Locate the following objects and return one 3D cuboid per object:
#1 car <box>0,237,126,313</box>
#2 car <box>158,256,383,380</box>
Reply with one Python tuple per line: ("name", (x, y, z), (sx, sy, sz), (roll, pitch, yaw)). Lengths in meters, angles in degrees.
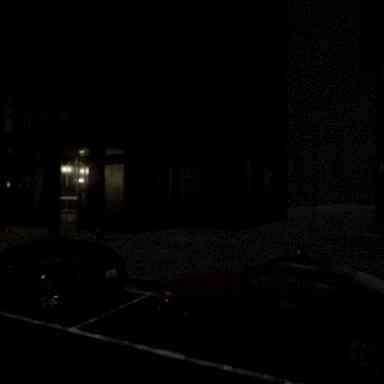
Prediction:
("car", (-3.562, 1.758, 7.921), (4.313, 1.339, 1.947), (-1, -1, 27))
("car", (1.445, 1.729, 5.408), (4.206, 1.307, 1.802), (-1, -1, 27))
